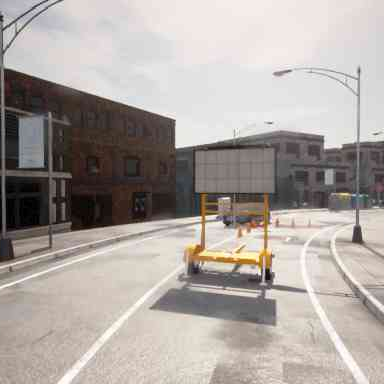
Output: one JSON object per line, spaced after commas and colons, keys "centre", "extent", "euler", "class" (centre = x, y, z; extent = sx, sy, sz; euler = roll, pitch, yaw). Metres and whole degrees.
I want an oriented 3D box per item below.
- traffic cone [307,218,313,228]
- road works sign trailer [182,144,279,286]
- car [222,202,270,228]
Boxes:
{"centre": [7.481, 1.982, 21.154], "extent": [0.340, 0.580, 0.340], "euler": [1, 0, 22], "class": "traffic cone"}
{"centre": [1.252, 0.462, 9.677], "extent": [2.380, 3.560, 2.880], "euler": [0, 0, 20], "class": "road works sign trailer"}
{"centre": [3.734, 1.486, 22.262], "extent": [1.837, 1.490, 4.892], "euler": [0, 0, 33], "class": "car"}
